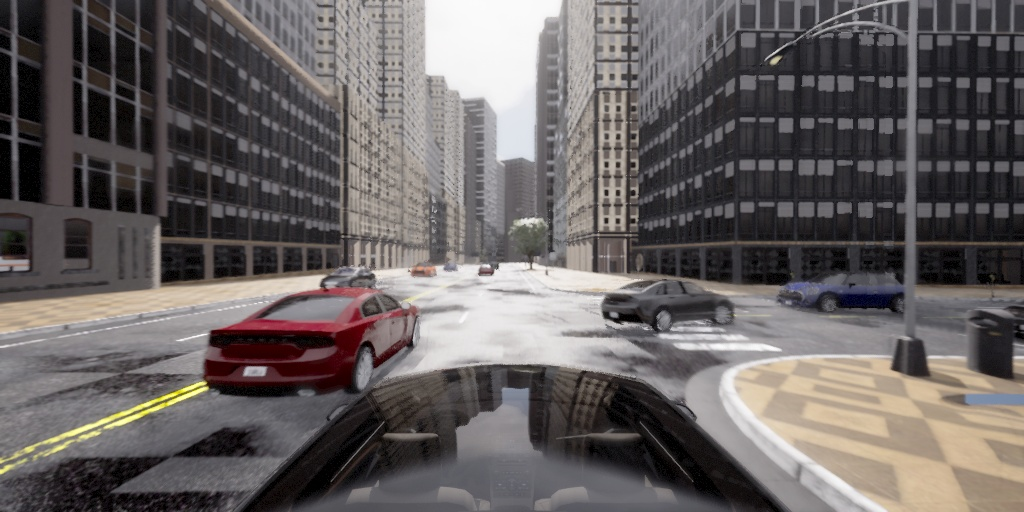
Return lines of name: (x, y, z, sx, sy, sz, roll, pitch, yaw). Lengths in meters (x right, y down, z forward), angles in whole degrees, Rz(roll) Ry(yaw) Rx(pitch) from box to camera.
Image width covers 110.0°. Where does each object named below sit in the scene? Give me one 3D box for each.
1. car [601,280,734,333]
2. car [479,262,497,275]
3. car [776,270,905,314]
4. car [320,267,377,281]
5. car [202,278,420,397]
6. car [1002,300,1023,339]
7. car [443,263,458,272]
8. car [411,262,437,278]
car: (5.186, 1.515, 11.802, 4.892, 1.490, 1.837, 0, -4, -28)
car: (-3.406, 1.812, 48.528, 1.994, 1.385, 4.181, 0, -1, 0)
car: (14.120, 1.449, 15.443, 4.553, 1.767, 2.097, 1, 0, -1)
car: (-9.965, 1.437, 22.121, 2.128, 1.511, 4.902, 0, -1, 0)
car: (-3.180, 1.347, 6.901, 1.882, 1.535, 5.008, 1, -2, 0)
car: (15.863, 1.701, 9.559, 4.403, 1.370, 2.007, 0, 0, -1)
car: (-10.096, 1.874, 59.348, 1.812, 1.442, 4.674, 0, -1, 0)
car: (-10.053, 1.502, 41.010, 2.097, 1.767, 4.553, 0, -1, 0)
